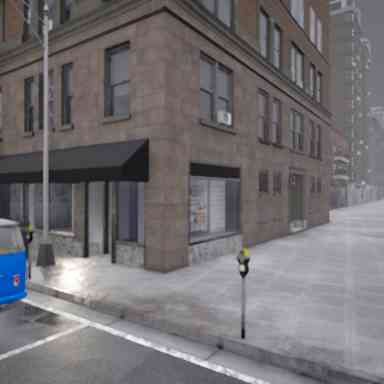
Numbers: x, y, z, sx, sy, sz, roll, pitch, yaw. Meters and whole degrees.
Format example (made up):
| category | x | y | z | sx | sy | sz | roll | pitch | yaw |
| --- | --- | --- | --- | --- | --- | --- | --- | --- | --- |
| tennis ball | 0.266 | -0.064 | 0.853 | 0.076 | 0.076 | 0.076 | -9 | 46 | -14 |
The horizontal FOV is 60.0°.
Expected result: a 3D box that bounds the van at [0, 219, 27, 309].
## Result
| category | x | y | z | sx | sy | sz | roll | pitch | yaw |
| --- | --- | --- | --- | --- | --- | --- | --- | --- | --- |
| van | -4.940 | 1.339 | 6.529 | 3.998 | 1.788 | 1.690 | 0 | 0 | 35 |
